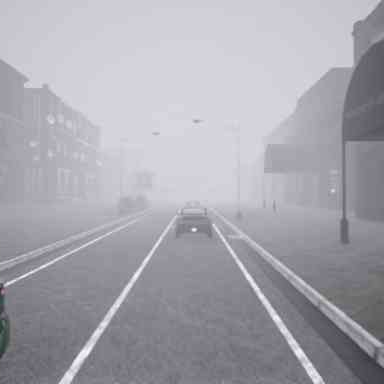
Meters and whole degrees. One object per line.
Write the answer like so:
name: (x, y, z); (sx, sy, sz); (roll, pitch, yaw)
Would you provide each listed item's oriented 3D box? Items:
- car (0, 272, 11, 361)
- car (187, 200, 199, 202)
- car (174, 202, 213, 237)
car: (-3.000, 1.222, 1.269); (2.150, 2.045, 5.566); (0, 0, 0)
car: (0.102, 1.608, 35.505); (2.033, 1.411, 5.357); (0, 0, 0)
car: (0.101, 1.515, 17.954); (1.837, 1.490, 4.892); (0, 0, 0)
